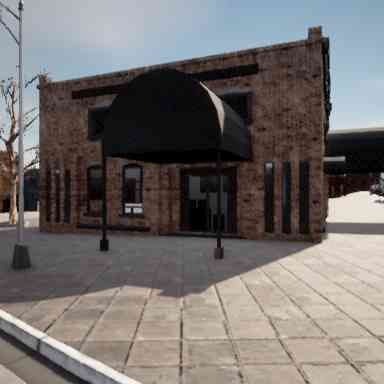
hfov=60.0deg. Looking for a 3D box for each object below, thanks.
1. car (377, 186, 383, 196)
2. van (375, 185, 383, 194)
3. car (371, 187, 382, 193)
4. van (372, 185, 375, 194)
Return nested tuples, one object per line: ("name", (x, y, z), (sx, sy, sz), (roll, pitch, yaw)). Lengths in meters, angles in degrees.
("car", (36.082, 0.104, 61.117), (2.163, 1.488, 4.792), (0, 2, 22))
("van", (38.154, -0.307, 66.159), (1.878, 1.987, 4.442), (0, 1, 24))
("car", (45.135, -0.407, 81.387), (2.002, 1.452, 4.674), (0, 1, 27))
("van", (40.351, -0.451, 71.241), (1.878, 1.987, 4.442), (0, 1, 25))
